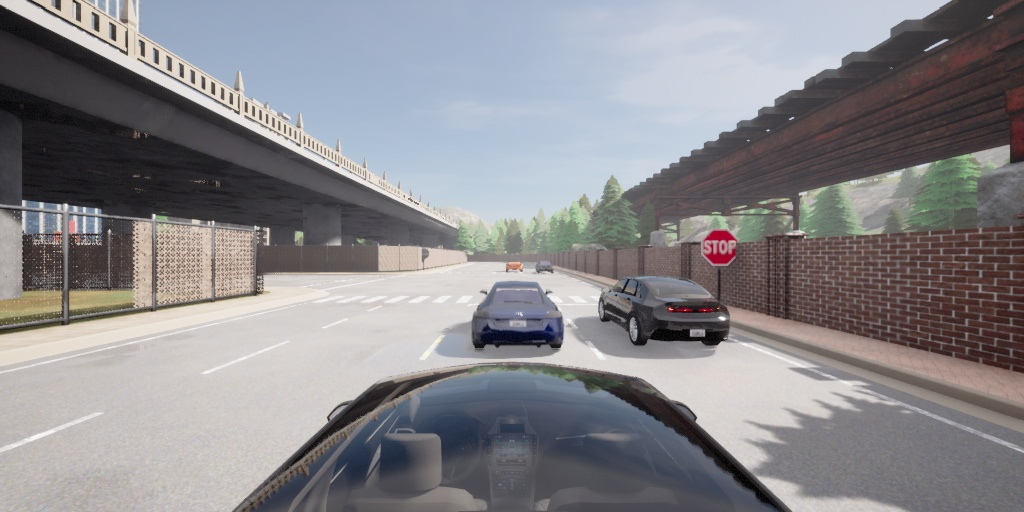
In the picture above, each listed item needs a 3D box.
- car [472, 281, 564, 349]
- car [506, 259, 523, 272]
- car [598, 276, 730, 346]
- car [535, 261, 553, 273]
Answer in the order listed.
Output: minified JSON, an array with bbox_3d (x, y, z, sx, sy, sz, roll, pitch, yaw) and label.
[{"bbox_3d":[0.118,1.314,9.149,1.994,1.385,4.181,0,0,0],"label":"car"},{"bbox_3d":[0.269,1.102,45.826,2.097,1.767,4.553,0,0,0],"label":"car"},{"bbox_3d":[3.620,1.255,9.412,1.837,1.490,4.892,0,0,0],"label":"car"},{"bbox_3d":[3.814,1.297,42.885,2.033,1.411,5.357,0,0,-1],"label":"car"}]
